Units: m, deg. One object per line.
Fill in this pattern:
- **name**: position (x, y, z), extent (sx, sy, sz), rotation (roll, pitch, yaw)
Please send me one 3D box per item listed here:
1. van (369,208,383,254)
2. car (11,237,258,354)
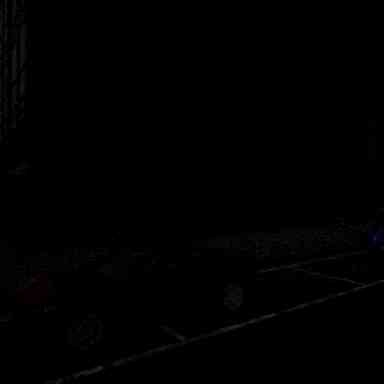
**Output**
- **van**: position (8.362, 1.443, 12.618), extent (3.998, 1.788, 1.690), rotation (1, -1, -36)
- **car**: position (-0.761, 1.565, 6.109), extent (4.507, 1.381, 1.887), rotation (1, -1, -36)
